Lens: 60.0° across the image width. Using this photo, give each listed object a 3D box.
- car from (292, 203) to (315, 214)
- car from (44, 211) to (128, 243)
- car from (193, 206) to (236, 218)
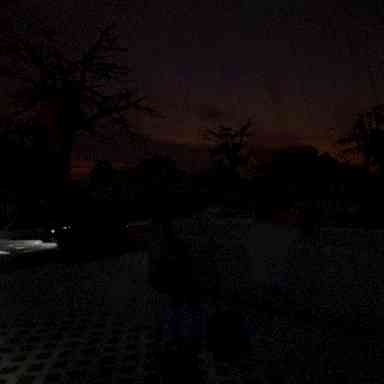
[{"bbox_3d":[15.108,2.332,44.934,1.837,1.490,4.892,1,-1,37],"label":"car"},{"bbox_3d":[-5.325,1.695,17.197,1.994,1.385,4.181,1,0,37],"label":"car"},{"bbox_3d":[1.953,1.884,27.154,1.812,1.442,4.674,1,0,37],"label":"car"}]
